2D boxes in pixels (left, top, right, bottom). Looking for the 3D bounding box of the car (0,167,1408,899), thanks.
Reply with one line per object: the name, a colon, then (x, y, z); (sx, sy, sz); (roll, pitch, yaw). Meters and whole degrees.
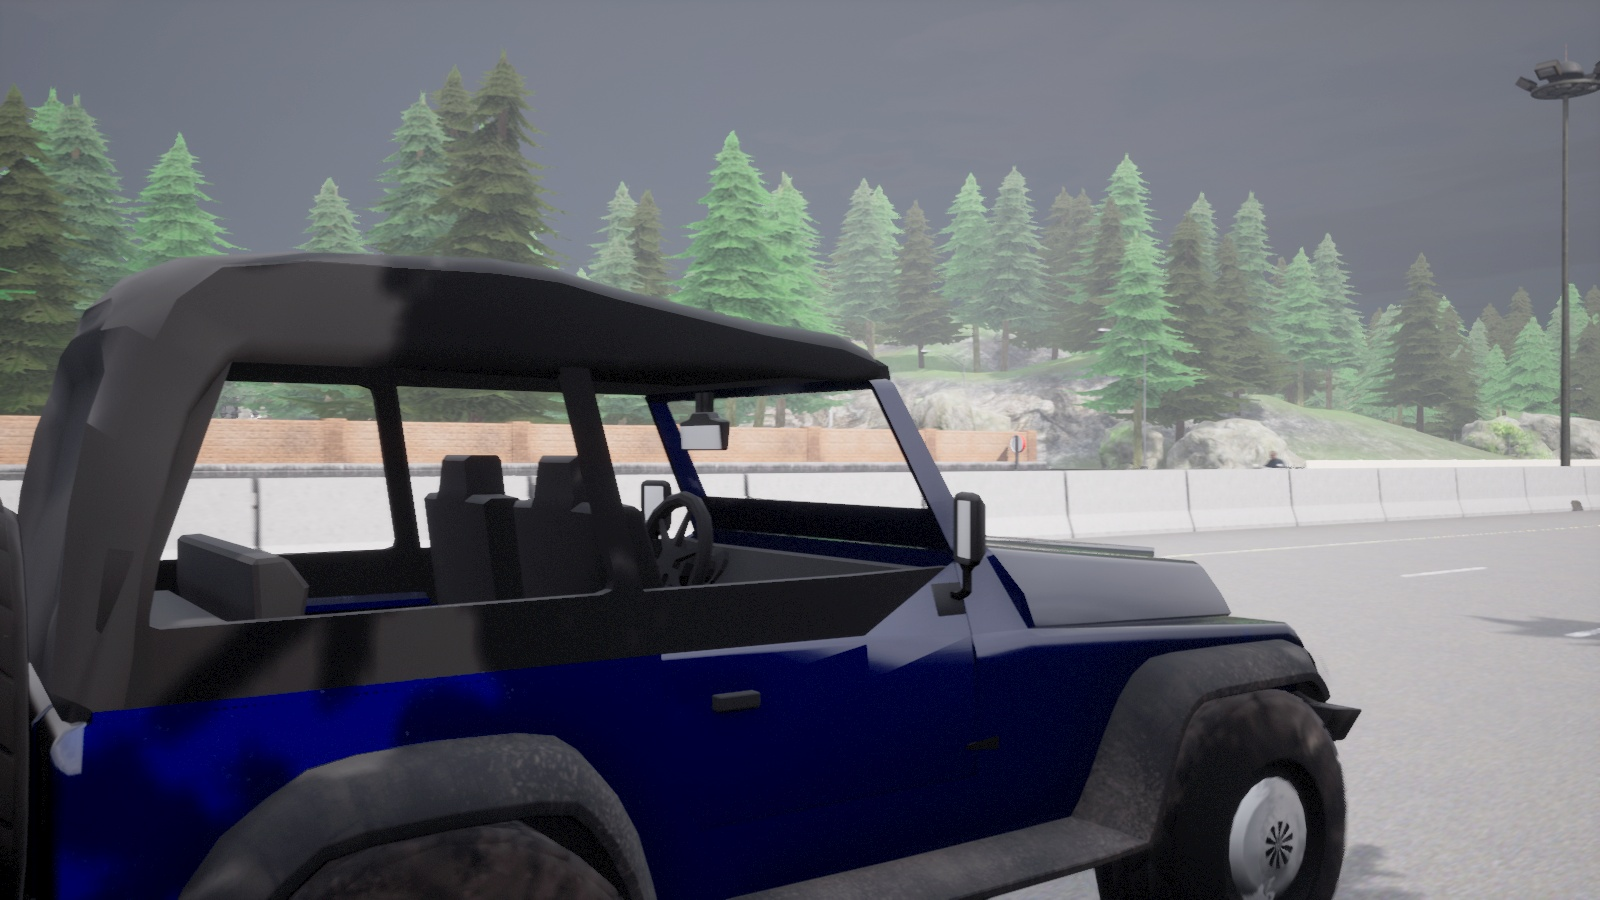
car: (-0.290, 0.550, 3.470); (3.866, 1.878, 1.905); (0, 0, -35)
